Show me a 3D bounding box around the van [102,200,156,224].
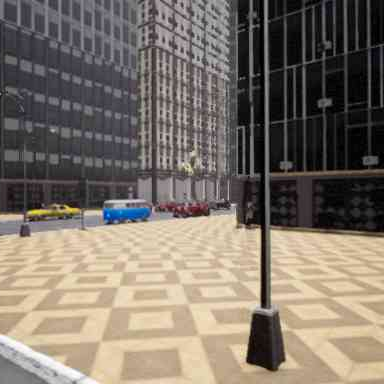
[{"bbox_3d":[-4.968,1.505,25.698,1.690,1.788,3.998,0,0,38],"label":"van"}]

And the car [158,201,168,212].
[{"bbox_3d":[-2.835,1.764,41.540,1.887,1.381,4.507,0,0,38],"label":"car"}]

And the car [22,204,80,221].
[{"bbox_3d":[-12.352,1.736,29.420,1.752,1.417,4.829,0,0,38],"label":"car"}]

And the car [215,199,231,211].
[{"bbox_3d":[3.433,1.702,45.576,2.128,1.511,4.902,0,0,38],"label":"car"}]

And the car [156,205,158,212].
[{"bbox_3d":[-6.234,1.798,37.135,1.802,1.307,4.206,0,0,38],"label":"car"}]

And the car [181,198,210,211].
[{"bbox_3d":[0.564,1.663,45.945,1.967,1.590,4.097,0,0,38],"label":"car"}]

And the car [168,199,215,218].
[{"bbox_3d":[0.003,1.609,32.320,1.967,1.590,4.097,0,0,38],"label":"car"}]
